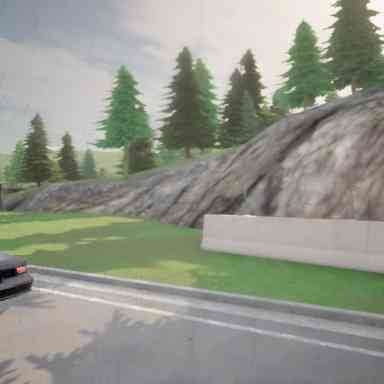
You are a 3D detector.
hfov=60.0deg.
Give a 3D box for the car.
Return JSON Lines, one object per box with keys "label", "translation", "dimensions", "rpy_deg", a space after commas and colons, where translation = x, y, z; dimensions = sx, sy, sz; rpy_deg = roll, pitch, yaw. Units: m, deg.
{"label": "car", "translation": [-5.764, 1.595, 7.044], "dimensions": [5.357, 1.411, 2.033], "rpy_deg": [-1, 1, 28]}
